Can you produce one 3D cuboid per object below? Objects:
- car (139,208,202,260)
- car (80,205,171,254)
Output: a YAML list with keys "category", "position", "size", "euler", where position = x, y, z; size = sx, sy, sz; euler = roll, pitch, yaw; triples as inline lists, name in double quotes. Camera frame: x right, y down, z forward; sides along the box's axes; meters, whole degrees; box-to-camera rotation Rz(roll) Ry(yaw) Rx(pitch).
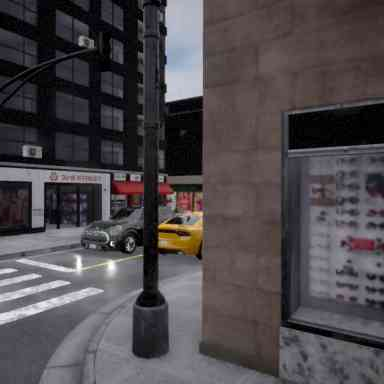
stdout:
- category: "car"
  position: [0.463, 1.500, 12.849]
  size: [1.882, 1.535, 5.008]
  euler: [0, 0, 33]
- category: "car"
  position: [-2.323, 1.365, 13.798]
  size: [2.097, 1.767, 4.553]
  euler: [0, 0, 33]
